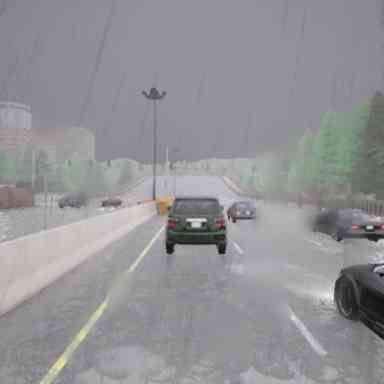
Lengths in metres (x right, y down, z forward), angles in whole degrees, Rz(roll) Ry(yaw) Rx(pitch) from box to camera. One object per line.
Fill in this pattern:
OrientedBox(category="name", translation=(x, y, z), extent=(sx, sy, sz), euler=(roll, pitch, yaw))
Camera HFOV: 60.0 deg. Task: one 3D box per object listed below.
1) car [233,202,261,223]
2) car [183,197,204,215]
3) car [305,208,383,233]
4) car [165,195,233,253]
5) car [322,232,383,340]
OrientedBox(category="car", translation=(3.624, 1.412, 24.094), extent=(2.033, 1.411, 5.357), euler=(0, 0, 0))
OrientedBox(category="car", translation=(0.116, 1.317, 31.861), extent=(1.837, 1.490, 4.892), euler=(0, 0, 0))
OrientedBox(category="car", translation=(7.134, 1.467, 15.844), extent=(2.033, 1.411, 5.357), euler=(0, 0, 0))
OrientedBox(category="car", translation=(0.138, 1.142, 13.418), extent=(2.150, 2.045, 5.566), euler=(0, 0, 0))
OrientedBox(category="car", translation=(3.636, 1.543, 4.546), extent=(1.994, 1.385, 4.181), euler=(0, 0, 0))
